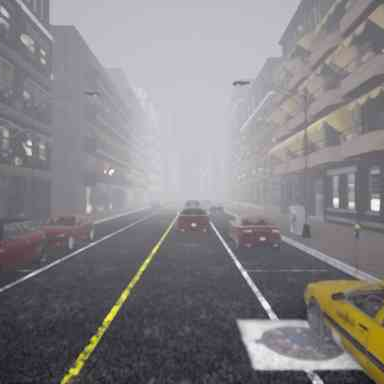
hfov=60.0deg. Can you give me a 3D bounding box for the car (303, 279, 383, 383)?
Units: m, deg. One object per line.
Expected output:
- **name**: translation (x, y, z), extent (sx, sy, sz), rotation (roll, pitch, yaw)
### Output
- **car**: translation (2.691, 1.557, 3.756), extent (1.752, 1.417, 4.829), rotation (0, 0, 0)

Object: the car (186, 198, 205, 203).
- **car**: translation (0.085, 1.661, 38.155), extent (2.097, 1.767, 4.553), rotation (0, 0, 0)

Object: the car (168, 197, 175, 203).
- **car**: translation (-5.726, 2.276, 93.593), extent (1.752, 1.417, 4.829), rotation (0, 0, 0)

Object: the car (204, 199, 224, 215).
- **car**: translation (2.677, 1.854, 37.402), extent (2.008, 1.369, 4.403), rotation (0, 0, 0)

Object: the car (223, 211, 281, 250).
- **car**: translation (2.686, 1.666, 14.858), extent (1.887, 1.381, 4.507), rotation (0, 0, 0)

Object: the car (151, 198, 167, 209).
- **car**: translation (-5.710, 1.989, 54.310), extent (2.008, 1.369, 4.403), rotation (0, 0, 0)

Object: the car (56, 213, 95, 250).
- **car**: translation (-5.694, 1.667, 14.859), extent (1.887, 1.381, 4.507), rotation (0, 0, 0)

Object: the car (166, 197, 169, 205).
- **car**: translation (-5.713, 2.034, 59.947), extent (2.008, 1.369, 4.403), rotation (0, 0, 0)

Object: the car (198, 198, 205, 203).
- **car**: translation (2.654, 2.334, 93.763), extent (1.802, 1.307, 4.206), rotation (0, 0, 0)

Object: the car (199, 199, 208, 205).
- **car**: translation (2.661, 2.200, 76.854), extent (1.802, 1.307, 4.206), rotation (0, 0, 0)

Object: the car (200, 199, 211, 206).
- **car**: translation (2.666, 2.094, 65.582), extent (1.947, 1.339, 4.313), rotation (0, 0, 0)

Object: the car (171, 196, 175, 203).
- **car**: translation (-5.721, 1.978, 82.494), extent (2.192, 1.841, 5.009), rotation (0, 0, 0)

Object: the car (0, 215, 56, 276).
- **car**: translation (-5.692, 1.516, 9.223), extent (1.967, 1.590, 4.097), rotation (0, 0, 0)

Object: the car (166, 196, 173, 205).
- **car**: translation (-5.717, 2.118, 71.219), extent (1.887, 1.381, 4.507), rotation (0, 0, 0)

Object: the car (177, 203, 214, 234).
- **car**: translation (0.092, 1.643, 20.313), extent (1.882, 1.535, 5.008), rotation (0, 0, 0)
